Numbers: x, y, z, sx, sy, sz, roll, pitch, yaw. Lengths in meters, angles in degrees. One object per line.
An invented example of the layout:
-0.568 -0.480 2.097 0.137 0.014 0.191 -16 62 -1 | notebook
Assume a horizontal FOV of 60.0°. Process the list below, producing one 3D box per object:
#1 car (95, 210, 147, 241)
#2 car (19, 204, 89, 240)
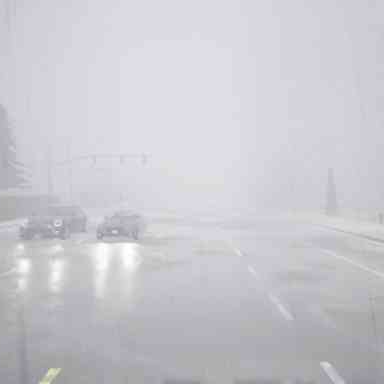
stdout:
-3.536 1.659 17.264 1.994 1.385 4.181 0 0 1 | car
-7.034 1.446 17.434 2.097 1.767 4.553 0 0 1 | car
